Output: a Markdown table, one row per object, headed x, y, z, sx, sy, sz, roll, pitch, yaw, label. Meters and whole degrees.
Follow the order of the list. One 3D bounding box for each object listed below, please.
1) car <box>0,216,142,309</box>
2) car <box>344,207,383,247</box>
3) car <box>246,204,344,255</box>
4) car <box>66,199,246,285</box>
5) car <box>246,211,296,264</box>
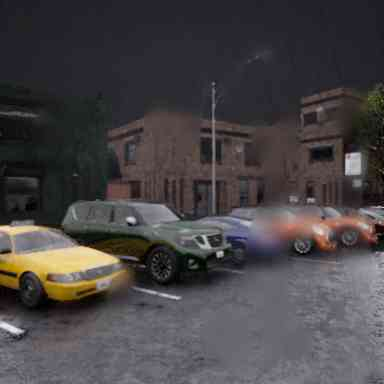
| x | y | z | sx | sy | sz | roll | pitch | yaw | label |
| --- | --- | --- | --- | --- | --- | --- | --- | --- | --- |
| -3.898 | 1.480 | 7.962 | 5.366 | 1.575 | 1.946 | -1 | -1 | 35 | car |
| 5.745 | 1.366 | 14.995 | 4.553 | 1.767 | 2.185 | -1 | -1 | 35 | car |
| 3.290 | 1.363 | 13.268 | 4.553 | 1.767 | 2.185 | -1 | -1 | 35 | car |
| -1.573 | 1.234 | 9.796 | 5.566 | 2.045 | 2.435 | -1 | -1 | 35 | car |
| 0.860 | 1.527 | 11.514 | 4.674 | 1.452 | 2.002 | -1 | -1 | 35 | car |
